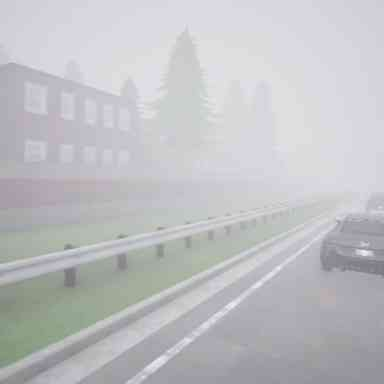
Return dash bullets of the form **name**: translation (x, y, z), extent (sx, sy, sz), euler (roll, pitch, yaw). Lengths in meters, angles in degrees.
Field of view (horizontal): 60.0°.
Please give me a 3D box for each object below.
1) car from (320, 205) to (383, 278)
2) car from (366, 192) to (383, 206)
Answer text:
- **car**: translation (4.829, 1.261, 9.069), extent (1.994, 1.385, 4.181), euler (4, 3, 30)
- **car**: translation (14.140, 0.743, 24.826), extent (1.837, 1.490, 4.892), euler (4, 3, 30)
